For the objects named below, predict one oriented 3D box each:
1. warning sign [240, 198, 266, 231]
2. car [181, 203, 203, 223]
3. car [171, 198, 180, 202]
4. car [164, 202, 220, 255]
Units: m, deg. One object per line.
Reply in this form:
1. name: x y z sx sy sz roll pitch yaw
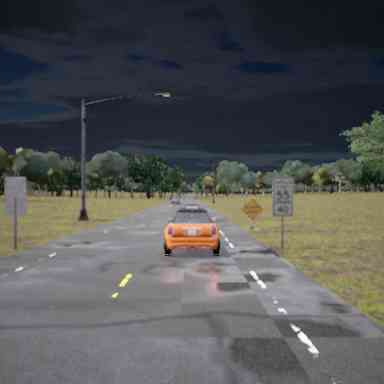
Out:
1. warning sign: 3.569 1.293 19.671 1.300 1.860 1.060 1 1 0
2. car: 0.005 1.787 29.379 1.812 1.442 4.674 0 0 0
3. car: -3.498 2.069 71.003 1.882 1.535 5.008 0 0 0
4. car: 0.003 1.478 14.067 2.097 1.767 4.553 0 -1 0
